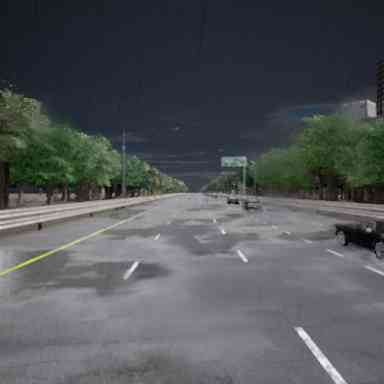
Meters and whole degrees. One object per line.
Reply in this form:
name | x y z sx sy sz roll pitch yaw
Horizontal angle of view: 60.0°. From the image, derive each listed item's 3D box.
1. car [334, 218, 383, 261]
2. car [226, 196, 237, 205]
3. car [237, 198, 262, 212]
car | 7.011 1.604 12.127 1.895 1.301 4.718 0 0 0
car | 7.212 1.503 59.642 1.882 1.535 5.008 0 0 0
car | 7.099 1.500 39.755 2.128 1.511 4.902 0 0 0
